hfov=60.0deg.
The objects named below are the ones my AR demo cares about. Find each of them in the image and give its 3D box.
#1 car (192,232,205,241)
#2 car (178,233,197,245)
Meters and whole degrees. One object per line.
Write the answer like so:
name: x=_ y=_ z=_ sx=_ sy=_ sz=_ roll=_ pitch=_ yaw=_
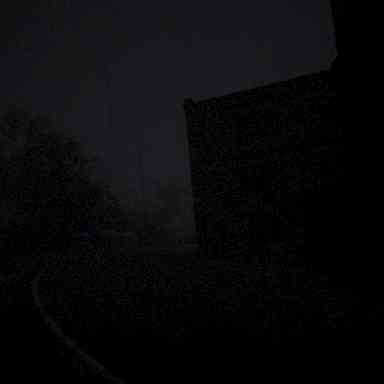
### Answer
car: x=1.513 y=11.249 z=83.838 sx=2.150 sy=2.045 sz=5.566 roll=-4 pitch=-6 yaw=-10
car: x=-0.438 y=6.665 z=46.644 sx=1.994 sy=1.385 sz=4.181 roll=-7 pitch=-9 yaw=17
